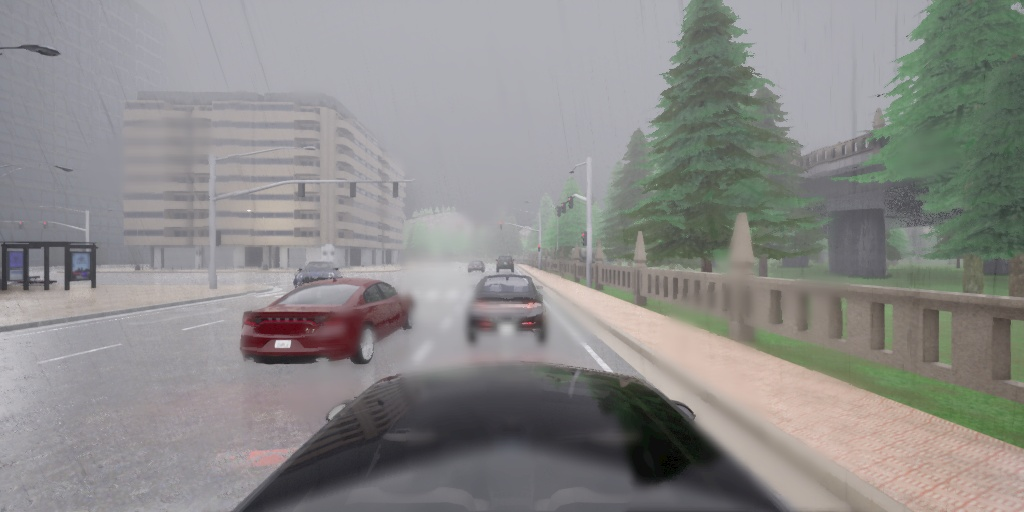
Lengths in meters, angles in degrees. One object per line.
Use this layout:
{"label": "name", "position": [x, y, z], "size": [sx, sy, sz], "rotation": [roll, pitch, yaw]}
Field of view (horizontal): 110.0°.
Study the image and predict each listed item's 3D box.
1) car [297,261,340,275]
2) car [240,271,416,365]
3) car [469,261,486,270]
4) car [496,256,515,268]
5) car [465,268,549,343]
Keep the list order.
{"label": "car", "position": [-11.721, 1.112, 21.960], "size": [2.097, 1.767, 4.553], "rotation": [0, 0, -21]}
{"label": "car", "position": [-3.596, 1.229, 8.092], "size": [1.882, 1.535, 5.008], "rotation": [0, 0, 0]}
{"label": "car", "position": [-4.370, 1.306, 44.993], "size": [2.033, 1.411, 5.357], "rotation": [0, 0, -1]}
{"label": "car", "position": [-0.867, 0.980, 45.299], "size": [2.150, 2.045, 5.566], "rotation": [0, 0, -1]}
{"label": "car", "position": [-0.128, 1.243, 9.654], "size": [2.128, 1.511, 4.902], "rotation": [0, 0, -1]}
